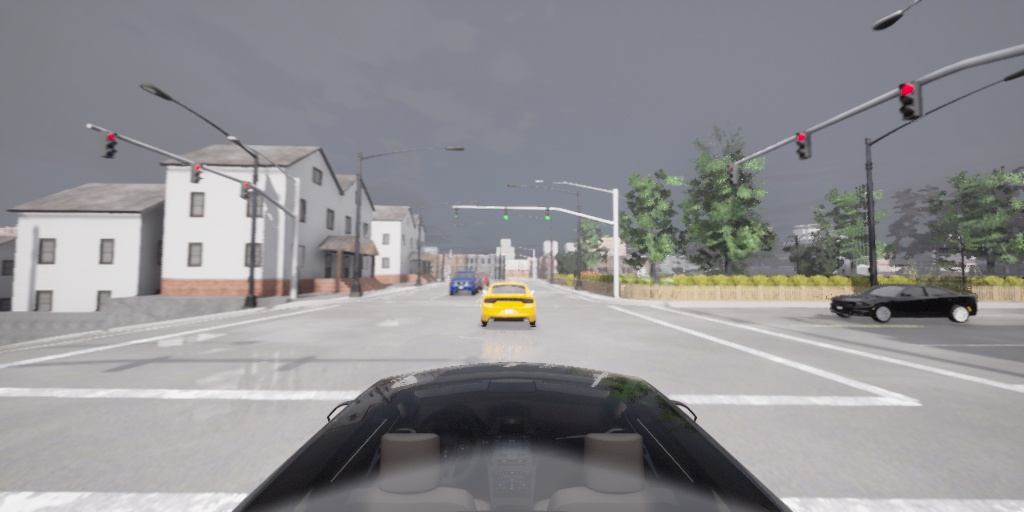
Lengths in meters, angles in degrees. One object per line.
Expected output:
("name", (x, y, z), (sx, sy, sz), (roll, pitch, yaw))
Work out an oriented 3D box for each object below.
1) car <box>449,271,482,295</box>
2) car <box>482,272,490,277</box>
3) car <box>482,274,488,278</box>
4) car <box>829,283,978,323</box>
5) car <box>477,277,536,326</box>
("car", (-4.183, 2.353, 31.990), (2.150, 2.045, 5.566), (0, -3, -1))
("car", (-4.485, 3.334, 53.102), (2.150, 2.045, 5.566), (0, -3, -1))
("car", (-4.355, 3.162, 42.378), (2.033, 1.411, 5.357), (0, -3, -1))
("car", (16.228, 1.908, 15.053), (5.008, 1.535, 1.882), (0, -3, 0))
("car", (-0.142, 1.745, 13.973), (1.882, 1.535, 5.008), (0, -3, -1))
